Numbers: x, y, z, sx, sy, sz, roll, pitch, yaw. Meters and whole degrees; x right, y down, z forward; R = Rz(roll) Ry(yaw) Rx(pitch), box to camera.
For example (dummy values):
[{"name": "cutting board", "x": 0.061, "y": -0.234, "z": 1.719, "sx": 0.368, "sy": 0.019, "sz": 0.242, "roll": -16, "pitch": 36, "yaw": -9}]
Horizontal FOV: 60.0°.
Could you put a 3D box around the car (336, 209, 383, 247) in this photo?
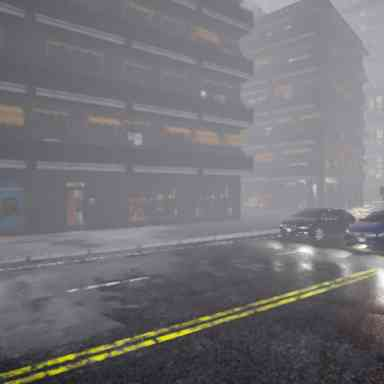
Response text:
[{"name": "car", "x": 8.204, "y": 1.513, "z": 13.843, "sx": 4.674, "sy": 1.442, "sz": 1.812, "roll": 0, "pitch": 0, "yaw": -37}]

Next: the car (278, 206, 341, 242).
[{"name": "car", "x": 6.300, "y": 1.498, "z": 16.479, "sx": 4.892, "sy": 1.490, "sz": 1.837, "roll": 0, "pitch": 0, "yaw": -37}]

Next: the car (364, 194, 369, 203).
[{"name": "car", "x": 24.136, "y": 1.148, "z": 51.647, "sx": 4.829, "sy": 1.417, "sz": 1.752, "roll": 1, "pitch": 0, "yaw": 41}]

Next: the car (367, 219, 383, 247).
[{"name": "car", "x": 6.795, "y": 1.482, "z": 8.478, "sx": 4.902, "sy": 1.511, "sz": 2.128, "roll": 0, "pitch": 0, "yaw": -37}]

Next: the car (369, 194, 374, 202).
[{"name": "car", "x": 29.443, "y": 1.001, "z": 58.361, "sx": 4.097, "sy": 1.590, "sz": 1.967, "roll": 1, "pitch": 0, "yaw": 41}]
